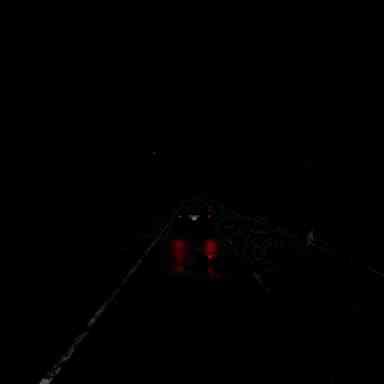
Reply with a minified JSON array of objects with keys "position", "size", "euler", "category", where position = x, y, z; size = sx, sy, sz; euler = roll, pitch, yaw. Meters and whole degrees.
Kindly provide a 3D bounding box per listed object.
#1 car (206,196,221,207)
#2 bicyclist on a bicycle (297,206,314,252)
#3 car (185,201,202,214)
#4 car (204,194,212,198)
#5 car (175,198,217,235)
[{"position":[3.686,1.820,55.624],"size":[1.994,1.385,4.181],"euler":[0,0,0],"category":"car"},{"position":[4.487,1.431,13.243],"size":[0.659,1.776,1.843],"euler":[0,0,0],"category":"bicyclist on a bicycle"},{"position":[0.159,1.780,39.138],"size":[1.895,1.301,4.718],"euler":[0,0,0],"category":"car"},{"position":[3.615,1.566,73.582],"size":[2.150,2.045,5.566],"euler":[0,0,0],"category":"car"},{"position":[0.130,1.442,19.627],"size":[2.097,1.767,4.553],"euler":[0,0,0],"category":"car"}]
